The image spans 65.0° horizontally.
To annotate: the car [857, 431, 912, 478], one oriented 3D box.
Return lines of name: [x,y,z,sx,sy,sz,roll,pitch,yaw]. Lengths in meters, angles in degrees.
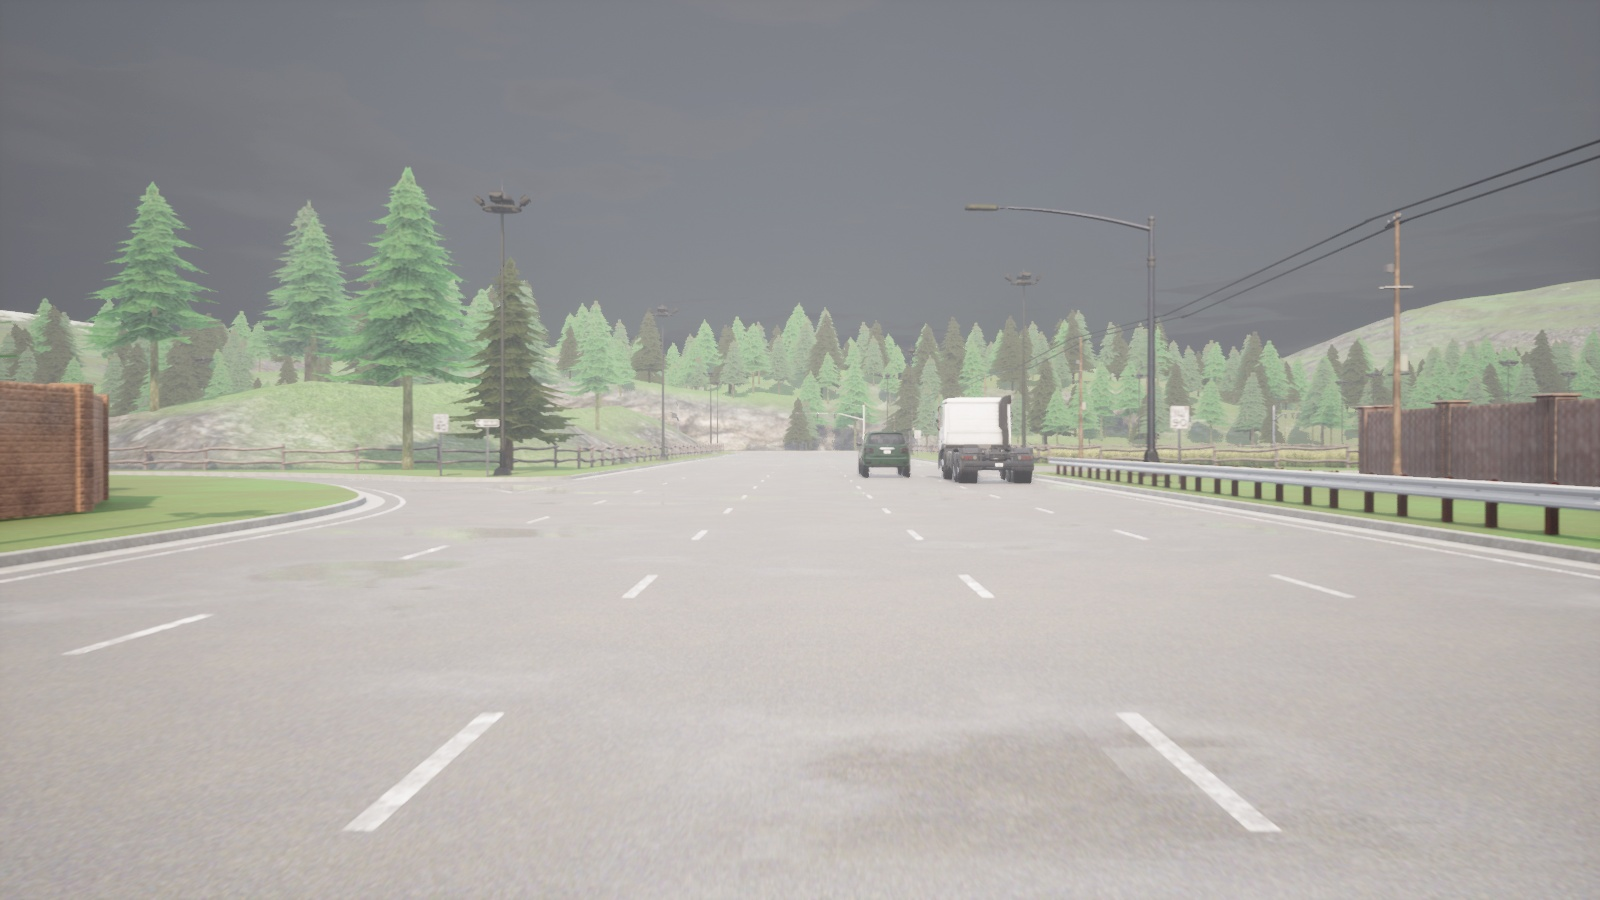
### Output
car: [3.807,0.165,57.500,2.150,2.045,5.566,0,0,0]

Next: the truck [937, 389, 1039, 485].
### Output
truck: [7.268,-0.493,49.637,2.891,3.462,7.936,0,0,0]
